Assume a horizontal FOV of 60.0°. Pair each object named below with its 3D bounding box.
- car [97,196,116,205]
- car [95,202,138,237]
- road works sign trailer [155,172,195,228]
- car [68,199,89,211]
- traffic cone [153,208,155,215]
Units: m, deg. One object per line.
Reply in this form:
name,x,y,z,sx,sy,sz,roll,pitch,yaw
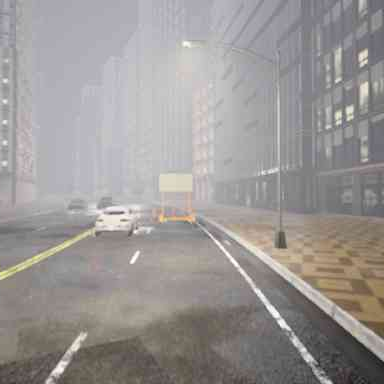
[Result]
car,-10.459,1.297,40.986,2.097,1.767,4.553,0,0,-10
car,-3.982,1.505,18.011,1.812,1.442,4.674,0,0,-4
road works sign trailer,-1.073,0.440,22.243,2.380,3.560,2.880,0,0,-7
car,-13.545,1.488,39.896,2.033,1.411,5.357,0,0,-10
traffic cone,-3.267,1.923,29.033,0.340,0.580,0.340,0,0,-7
